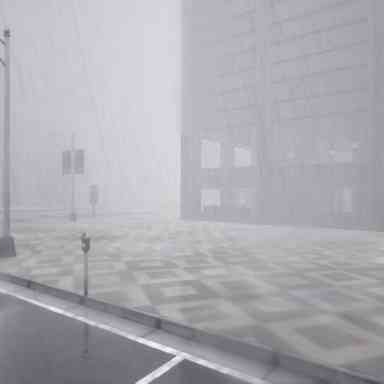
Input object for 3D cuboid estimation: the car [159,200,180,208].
[{"bbox_3d":[-4.214,2.246,62.899,1.882,1.535,5.008,0,-1,35],"label":"car"}]
